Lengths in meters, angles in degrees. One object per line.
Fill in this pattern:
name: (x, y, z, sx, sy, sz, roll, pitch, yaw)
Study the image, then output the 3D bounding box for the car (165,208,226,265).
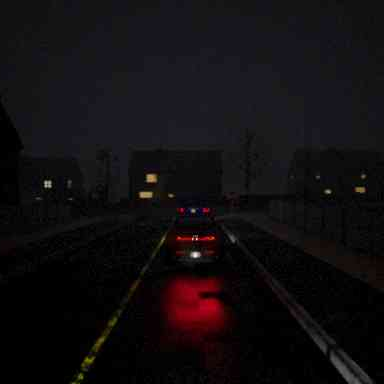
car: (0.098, 1.514, 11.735, 1.837, 1.490, 4.892, 0, 0, 0)

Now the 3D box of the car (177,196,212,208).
car: (0.154, 1.248, 22.540, 2.150, 2.045, 5.566, 0, 0, 2)
